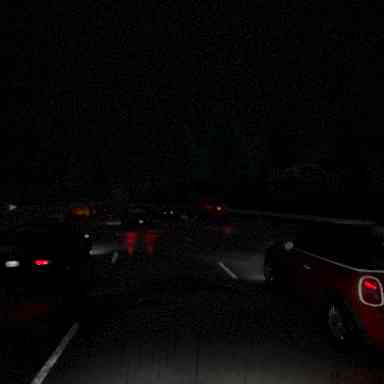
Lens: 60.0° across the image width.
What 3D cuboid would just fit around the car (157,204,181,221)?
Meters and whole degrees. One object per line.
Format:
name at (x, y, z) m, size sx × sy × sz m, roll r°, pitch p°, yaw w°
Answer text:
car at (-2.670, 1.850, 30.810) m, size 2.033 × 1.411 × 5.357 m, roll 0°, pitch -1°, yaw -22°

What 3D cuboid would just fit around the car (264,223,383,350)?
car at (2.989, 1.401, 6.543) m, size 2.097 × 1.767 × 4.553 m, roll 0°, pitch -1°, yaw -5°

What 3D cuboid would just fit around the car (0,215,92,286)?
car at (-4.272, 1.660, 9.806) m, size 2.033 × 1.411 × 5.357 m, roll 0°, pitch -1°, yaw -8°

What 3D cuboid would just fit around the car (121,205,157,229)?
car at (-4.015, 1.770, 23.956) m, size 1.812 × 1.442 × 4.674 m, roll 0°, pitch -1°, yaw -17°

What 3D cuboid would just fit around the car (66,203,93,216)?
car at (-11.629, 1.848, 33.655) m, size 1.882 × 1.535 × 5.008 m, roll 0°, pitch -1°, yaw -25°

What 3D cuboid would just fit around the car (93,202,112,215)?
car at (-11.118, 1.906, 40.077) m, size 1.882 × 1.535 × 5.008 m, roll 0°, pitch -1°, yaw -29°

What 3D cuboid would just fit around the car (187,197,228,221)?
car at (1.314, 1.499, 30.074) m, size 2.150 × 2.045 × 5.566 m, roll 0°, pitch -1°, yaw -20°
